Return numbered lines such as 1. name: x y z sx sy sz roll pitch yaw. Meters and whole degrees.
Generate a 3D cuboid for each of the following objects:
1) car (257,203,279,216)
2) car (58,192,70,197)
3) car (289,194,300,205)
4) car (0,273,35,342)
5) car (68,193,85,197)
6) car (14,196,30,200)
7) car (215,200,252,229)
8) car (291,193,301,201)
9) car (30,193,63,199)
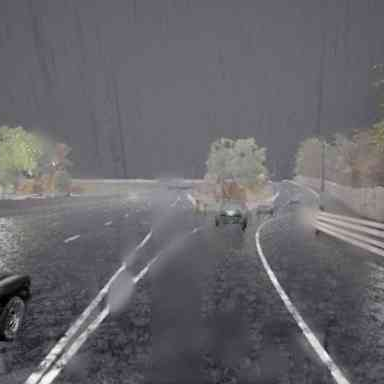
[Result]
1. car: 9.041 2.045 39.557 2.128 1.511 4.902 1 -1 24
2. car: -25.992 1.002 66.732 2.150 2.045 5.566 0 0 -1
3. car: 21.282 1.643 68.913 2.097 1.767 4.553 0 3 19
4. car: -3.530 1.577 3.466 1.895 1.301 4.718 0 0 -1
5. car: -22.498 1.317 66.956 2.128 1.511 4.902 0 0 -1
6. car: -25.683 1.319 50.769 1.812 1.442 4.674 0 0 -1
7. car: 2.988 1.487 23.066 2.097 1.767 4.553 1 -2 15
8. car: 24.586 1.210 78.497 2.128 1.511 4.902 0 4 17
9. car: -22.194 1.300 51.030 2.128 1.511 4.902 0 0 -1
